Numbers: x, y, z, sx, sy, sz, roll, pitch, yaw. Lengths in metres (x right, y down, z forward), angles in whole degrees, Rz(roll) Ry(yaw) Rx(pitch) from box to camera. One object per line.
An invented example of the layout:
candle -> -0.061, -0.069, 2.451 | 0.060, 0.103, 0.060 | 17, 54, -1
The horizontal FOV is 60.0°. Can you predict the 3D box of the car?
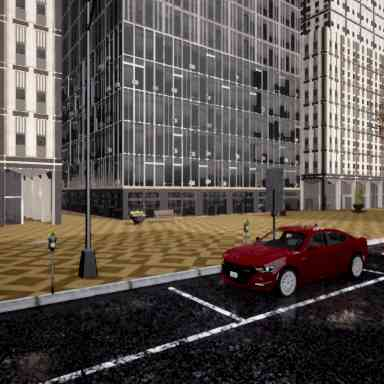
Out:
car -> 2.730, 1.545, 8.516 | 4.507, 1.381, 1.887 | 0, 0, -36
